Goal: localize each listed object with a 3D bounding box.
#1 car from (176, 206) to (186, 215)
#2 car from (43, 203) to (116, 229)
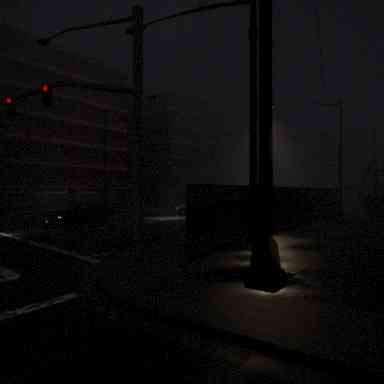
[{"bbox_3d":[0.456,1.600,32.541,1.895,1.301,4.718,0,0,35],"label":"car"},{"bbox_3d":[-7.183,1.491,21.656,2.128,1.511,4.902,0,0,35],"label":"car"}]
